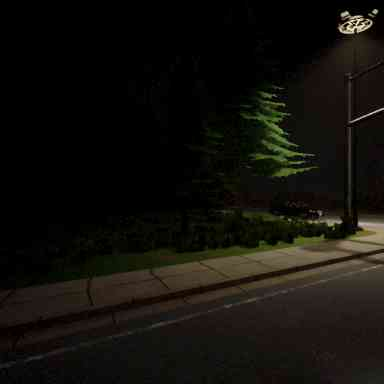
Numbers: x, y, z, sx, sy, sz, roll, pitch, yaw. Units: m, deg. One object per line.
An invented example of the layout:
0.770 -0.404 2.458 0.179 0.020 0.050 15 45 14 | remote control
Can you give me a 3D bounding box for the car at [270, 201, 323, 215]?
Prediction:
8.864 1.518 28.570 2.128 1.511 4.902 0 0 -35 | car
